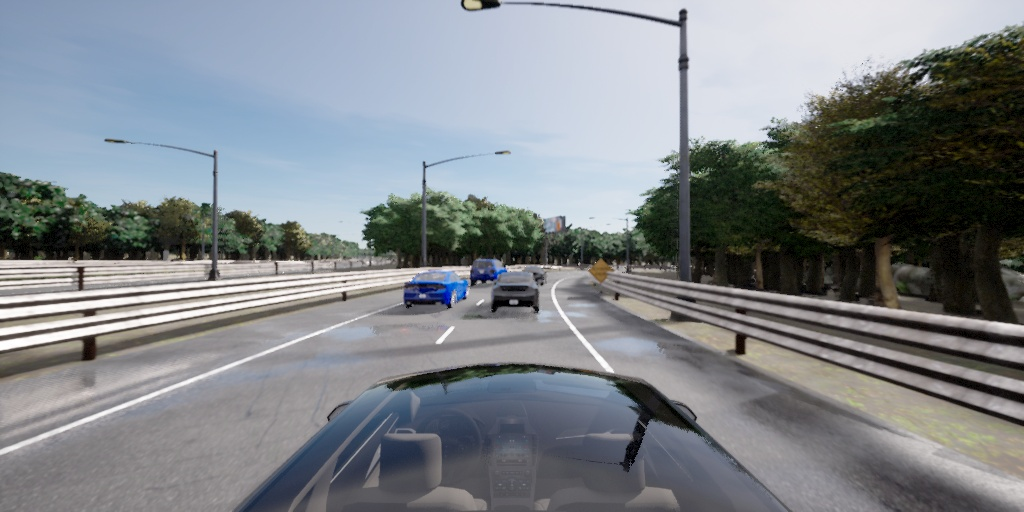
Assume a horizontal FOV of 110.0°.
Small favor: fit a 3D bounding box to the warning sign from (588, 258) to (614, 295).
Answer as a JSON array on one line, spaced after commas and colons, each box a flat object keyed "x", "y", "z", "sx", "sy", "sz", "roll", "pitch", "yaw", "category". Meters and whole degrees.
[{"x": 4.615, "y": 1.048, "z": 18.574, "sx": 1.300, "sy": 1.860, "sz": 1.060, "roll": 0, "pitch": 0, "yaw": 5, "category": "warning sign"}]

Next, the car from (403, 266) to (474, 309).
[{"x": -3.204, "y": 1.383, "z": 16.039, "sx": 1.882, "sy": 1.535, "sz": 5.008, "roll": 0, "pitch": 0, "yaw": 4, "category": "car"}]

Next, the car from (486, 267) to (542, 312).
[{"x": 0.234, "y": 1.401, "z": 15.143, "sx": 1.837, "sy": 1.490, "sz": 4.892, "roll": 0, "pitch": 0, "yaw": 4, "category": "car"}]

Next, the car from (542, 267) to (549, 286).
[{"x": 1.859, "y": 1.596, "z": 29.421, "sx": 1.837, "sy": 1.490, "sz": 4.892, "roll": 0, "pitch": 0, "yaw": 11, "category": "car"}]

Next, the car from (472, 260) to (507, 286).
[{"x": -1.782, "y": 1.311, "z": 29.064, "sx": 2.150, "sy": 2.045, "sz": 5.566, "roll": 0, "pitch": -1, "yaw": 10, "category": "car"}]
